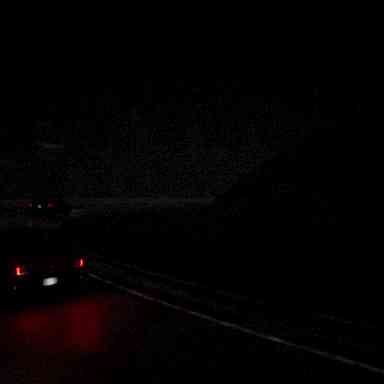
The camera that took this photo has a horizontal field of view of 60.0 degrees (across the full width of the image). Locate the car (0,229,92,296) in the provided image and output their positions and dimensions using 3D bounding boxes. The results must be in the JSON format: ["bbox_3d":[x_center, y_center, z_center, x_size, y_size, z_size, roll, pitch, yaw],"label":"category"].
[{"bbox_3d":[-4.485,1.637,8.842,1.895,1.301,4.718,0,0,-40],"label":"car"}]

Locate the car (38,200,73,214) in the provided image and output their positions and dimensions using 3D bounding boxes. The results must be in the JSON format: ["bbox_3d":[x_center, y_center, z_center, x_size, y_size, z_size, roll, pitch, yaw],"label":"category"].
[{"bbox_3d":[-16.081,1.730,39.338,1.994,1.385,4.181,0,0,7],"label":"car"}]

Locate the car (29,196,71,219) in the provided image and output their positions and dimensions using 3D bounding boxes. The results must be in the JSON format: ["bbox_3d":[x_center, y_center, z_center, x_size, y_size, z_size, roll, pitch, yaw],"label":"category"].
[{"bbox_3d":[-13.150,1.351,30.997,2.150,2.045,5.566,0,0,-4],"label":"car"}]
